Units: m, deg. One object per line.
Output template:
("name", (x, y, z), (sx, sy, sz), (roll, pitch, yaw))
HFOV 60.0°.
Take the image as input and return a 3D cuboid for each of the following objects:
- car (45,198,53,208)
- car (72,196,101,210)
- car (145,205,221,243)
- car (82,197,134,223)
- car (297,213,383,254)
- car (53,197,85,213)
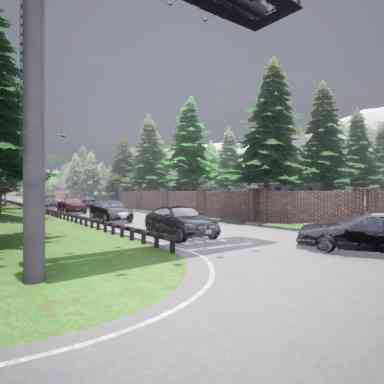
("car", (-17.493, 1.388, 41.051), (1.994, 1.385, 4.181), (0, 0, -33))
("car", (-13.051, 1.317, 40.969), (2.128, 1.511, 4.902), (0, 0, -33))
("car", (-0.610, 1.351, 15.386), (1.812, 1.442, 4.674), (0, 0, -33))
("car", (-5.653, 1.315, 23.027), (2.128, 1.511, 4.902), (0, 0, -33))
("car", (6.555, 1.462, 11.737), (5.357, 1.411, 2.033), (1, 3, 24))
("car", (-11.712, 1.303, 32.227), (1.882, 1.535, 5.008), (0, 0, -33))
